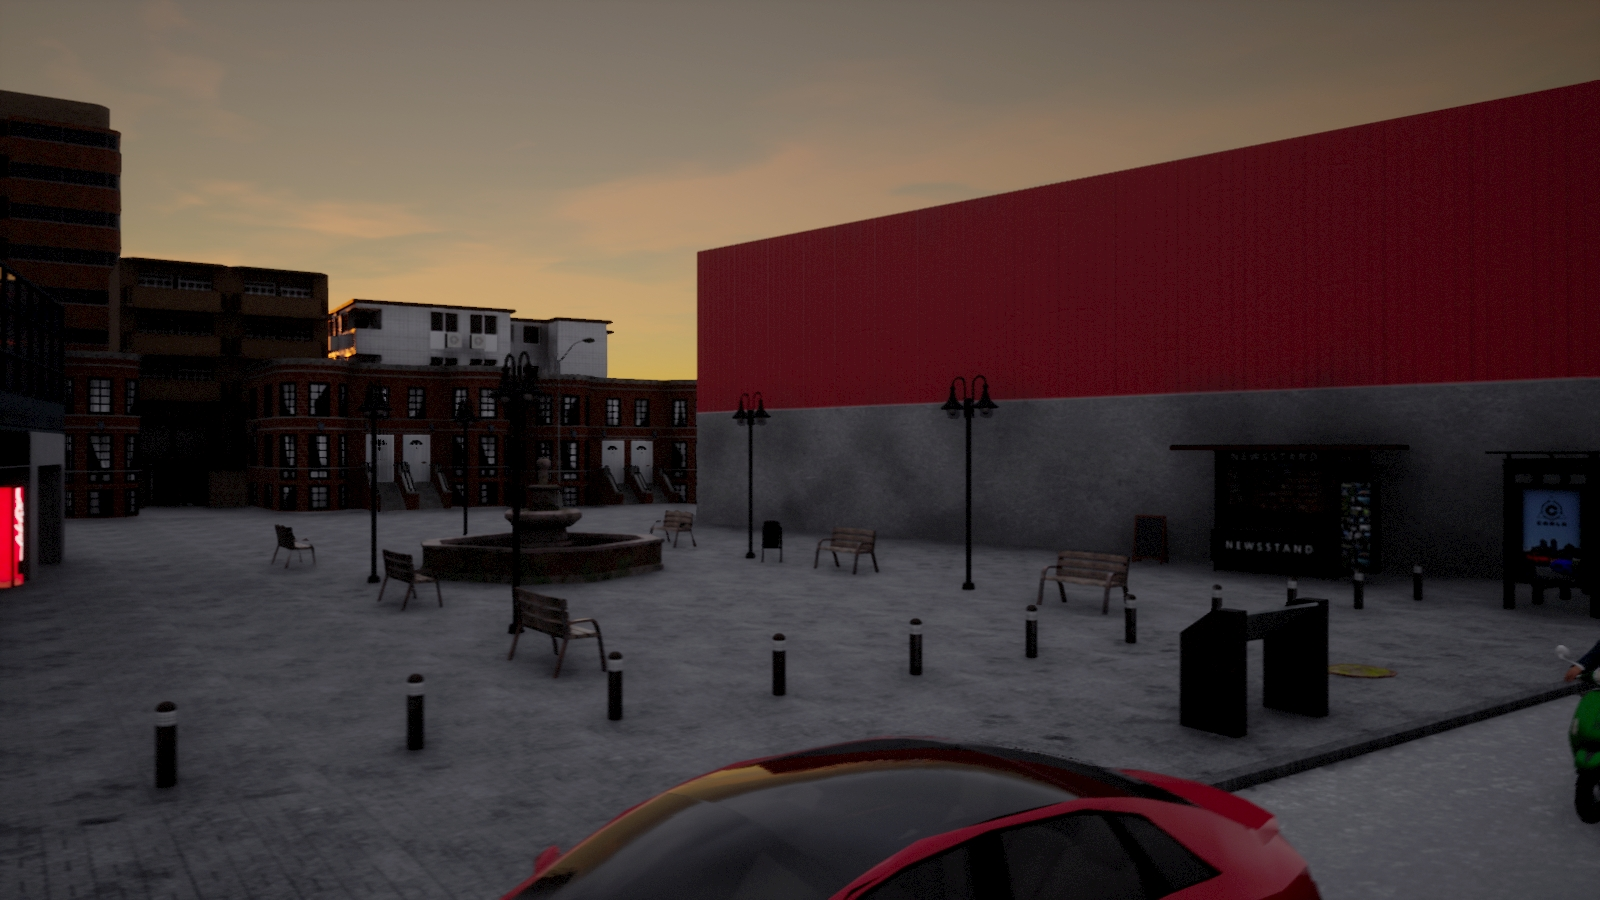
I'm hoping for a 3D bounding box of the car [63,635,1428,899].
[{"bbox_3d":[0.081,1.841,4.467,4.892,1.480,2.231,0,0,-35],"label":"car"}]
